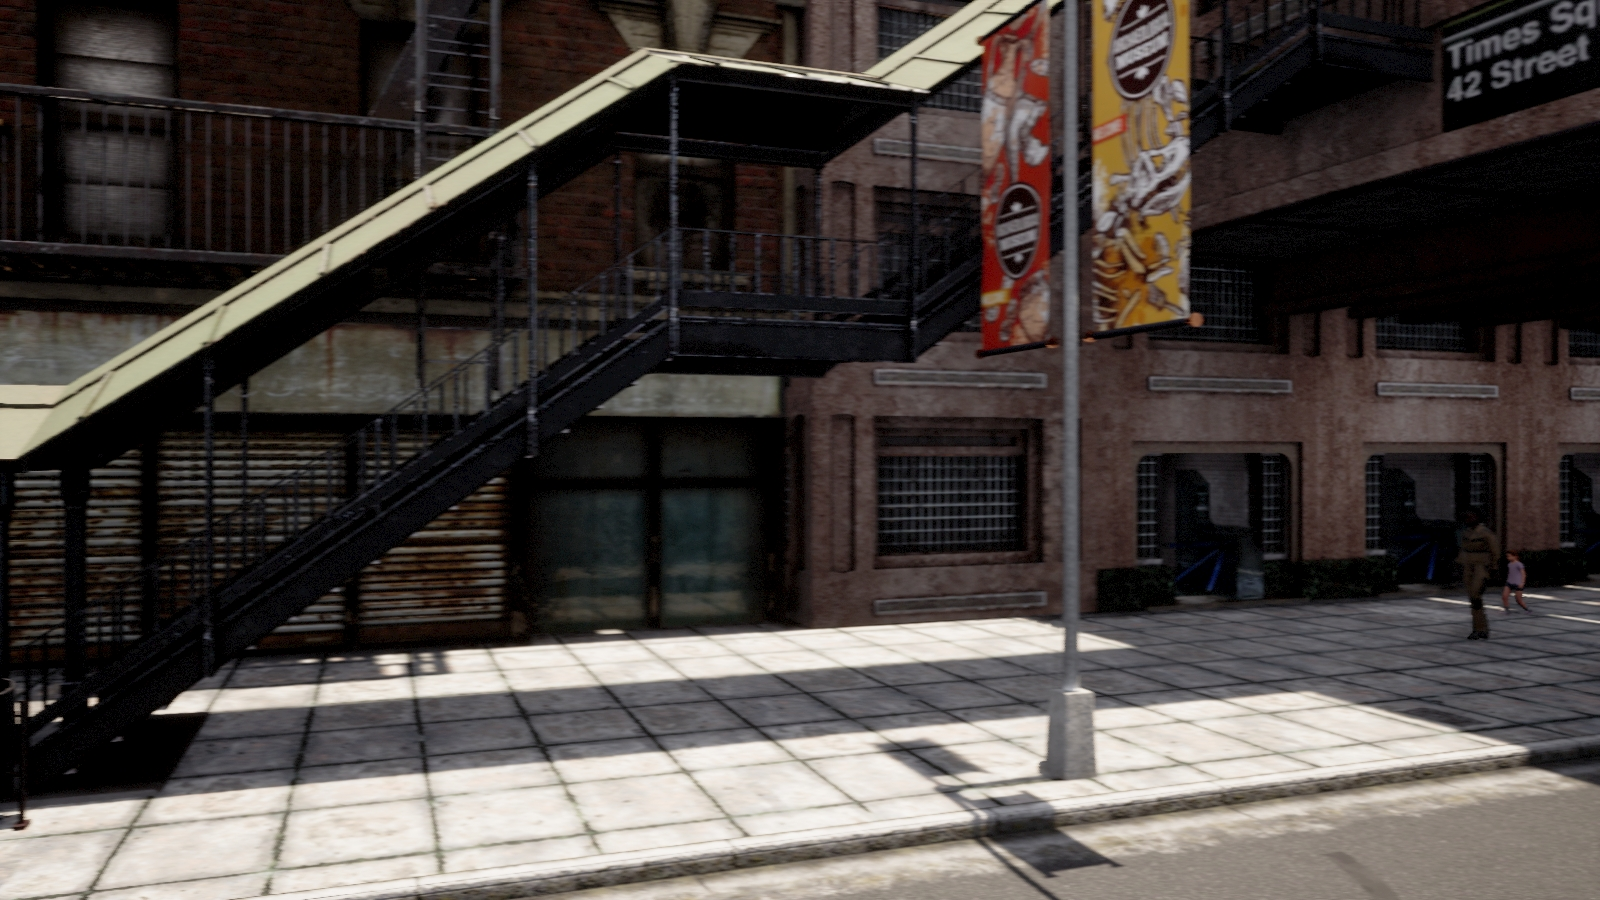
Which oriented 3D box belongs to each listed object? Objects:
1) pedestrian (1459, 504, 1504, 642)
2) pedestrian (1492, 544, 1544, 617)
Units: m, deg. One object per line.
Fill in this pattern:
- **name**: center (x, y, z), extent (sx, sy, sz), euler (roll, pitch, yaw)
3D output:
- **pedestrian**: center (9.439, 1.696, 15.832), extent (0.375, 1.860, 0.375), euler (0, 0, -17)
- **pedestrian**: center (11.485, 2.076, 18.274), extent (0.500, 1.100, 0.500), euler (0, 0, -10)
